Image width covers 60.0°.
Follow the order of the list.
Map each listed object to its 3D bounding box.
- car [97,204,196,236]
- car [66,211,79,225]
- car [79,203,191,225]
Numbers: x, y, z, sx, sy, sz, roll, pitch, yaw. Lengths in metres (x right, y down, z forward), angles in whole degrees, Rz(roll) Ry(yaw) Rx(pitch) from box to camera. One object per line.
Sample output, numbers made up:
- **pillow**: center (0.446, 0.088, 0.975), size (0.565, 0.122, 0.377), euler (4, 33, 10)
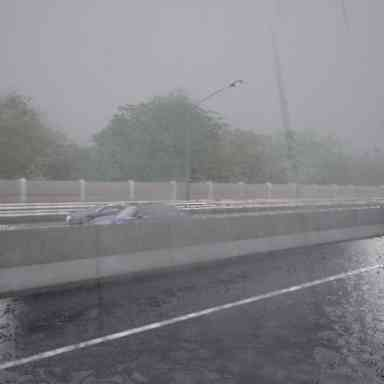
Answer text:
- **car**: center (-2.545, 1.508, 19.315), size (5.357, 1.411, 2.033), euler (0, 0, -35)
- **car**: center (-5.502, 1.454, 21.507), size (4.902, 1.511, 2.128), euler (0, 0, -35)
- **car**: center (-2.418, 1.322, 15.117), size (4.553, 1.767, 2.097), euler (0, 0, -35)
